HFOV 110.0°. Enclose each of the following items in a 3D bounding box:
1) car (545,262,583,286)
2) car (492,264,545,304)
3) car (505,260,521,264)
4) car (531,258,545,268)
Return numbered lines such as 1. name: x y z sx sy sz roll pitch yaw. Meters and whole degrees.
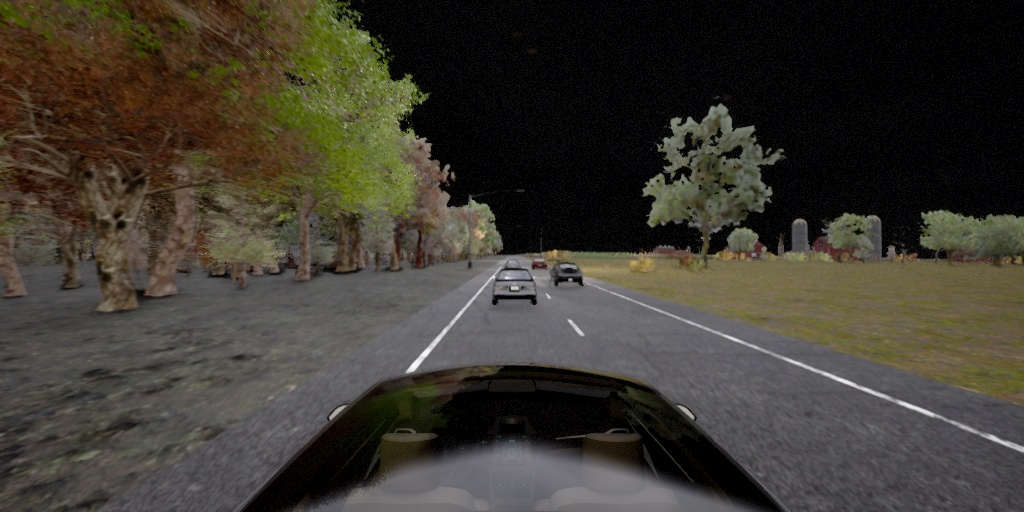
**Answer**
1. car: 3.557 1.166 24.115 1.837 1.490 4.892 0 1 0
2. car: 0.102 1.241 15.903 2.033 1.411 5.357 0 0 0
3. car: 0.103 1.137 44.289 1.994 1.385 4.181 0 0 0
4. car: 3.602 1.028 48.834 1.882 1.535 5.008 0 1 0
